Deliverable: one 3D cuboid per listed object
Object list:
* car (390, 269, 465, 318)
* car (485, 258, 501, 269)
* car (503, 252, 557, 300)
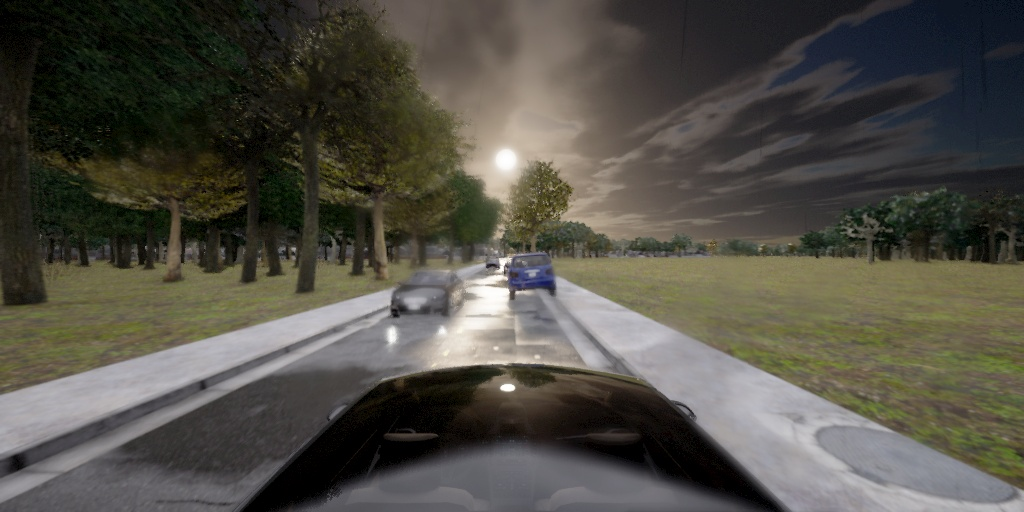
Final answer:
[{"bbox_3d":[-2.850,1.229,12.935,2.128,1.511,4.902,0,0,0],"label":"car"},{"bbox_3d":[-2.822,1.047,53.858,2.097,1.767,4.553,0,0,0],"label":"car"},{"bbox_3d":[0.872,0.880,17.786,2.150,2.045,5.566,-5,0,0],"label":"car"}]
